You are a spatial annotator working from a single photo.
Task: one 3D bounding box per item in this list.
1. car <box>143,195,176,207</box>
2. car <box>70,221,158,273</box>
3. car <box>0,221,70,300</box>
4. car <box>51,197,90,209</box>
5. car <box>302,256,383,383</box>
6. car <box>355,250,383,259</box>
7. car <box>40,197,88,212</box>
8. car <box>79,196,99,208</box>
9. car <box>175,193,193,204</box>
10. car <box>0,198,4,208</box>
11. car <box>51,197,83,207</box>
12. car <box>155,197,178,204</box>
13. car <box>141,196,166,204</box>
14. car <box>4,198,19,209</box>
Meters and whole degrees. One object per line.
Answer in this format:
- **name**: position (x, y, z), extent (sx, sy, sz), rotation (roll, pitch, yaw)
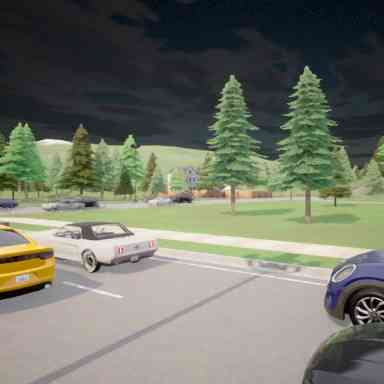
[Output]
- **car**: position (-5.025, 1.525, 52.238), extent (1.812, 1.442, 4.674), rotation (0, 0, 36)
- **car**: position (-3.433, 1.601, 10.728), extent (4.718, 1.301, 1.895), rotation (0, 0, 35)
- **car**: position (-5.215, 1.478, 7.698), extent (5.008, 1.535, 1.882), rotation (0, 0, 35)
- **car**: position (-17.265, 1.490, 47.360), extent (2.128, 1.511, 4.902), rotation (0, 0, 36)
- **car**: position (3.102, 1.505, 1.762), extent (4.892, 1.490, 1.837), rotation (0, 0, 35)
- **car**: position (4.499, 1.352, 5.067), extent (4.553, 1.767, 2.097), rotation (0, 0, 36)
- **car**: position (-14.953, 1.601, 38.656), extent (1.895, 1.301, 4.718), rotation (0, 0, 36)
- **car**: position (-14.811, 1.351, 44.784), extent (2.097, 1.767, 4.553), rotation (0, 0, 36)
- **car**: position (-2.149, 1.222, 62.087), extent (2.150, 2.045, 5.566), rotation (0, 0, 36)
- **car**: position (-24.555, 1.492, 37.481), extent (2.128, 1.511, 4.902), rotation (0, 0, 38)
- **car**: position (-19.079, 1.564, 50.808), extent (1.994, 1.385, 4.181), rotation (0, 0, 36)
- **car**: position (-4.908, 1.601, 64.220), extent (1.895, 1.301, 4.718), rotation (0, 0, 37)
- **car**: position (-7.619, 1.492, 66.402), extent (2.128, 1.511, 4.902), rotation (0, 0, 37)
- **car**: position (-24.892, 1.526, 42.848), extent (1.812, 1.442, 4.674), rotation (0, 0, 36)
